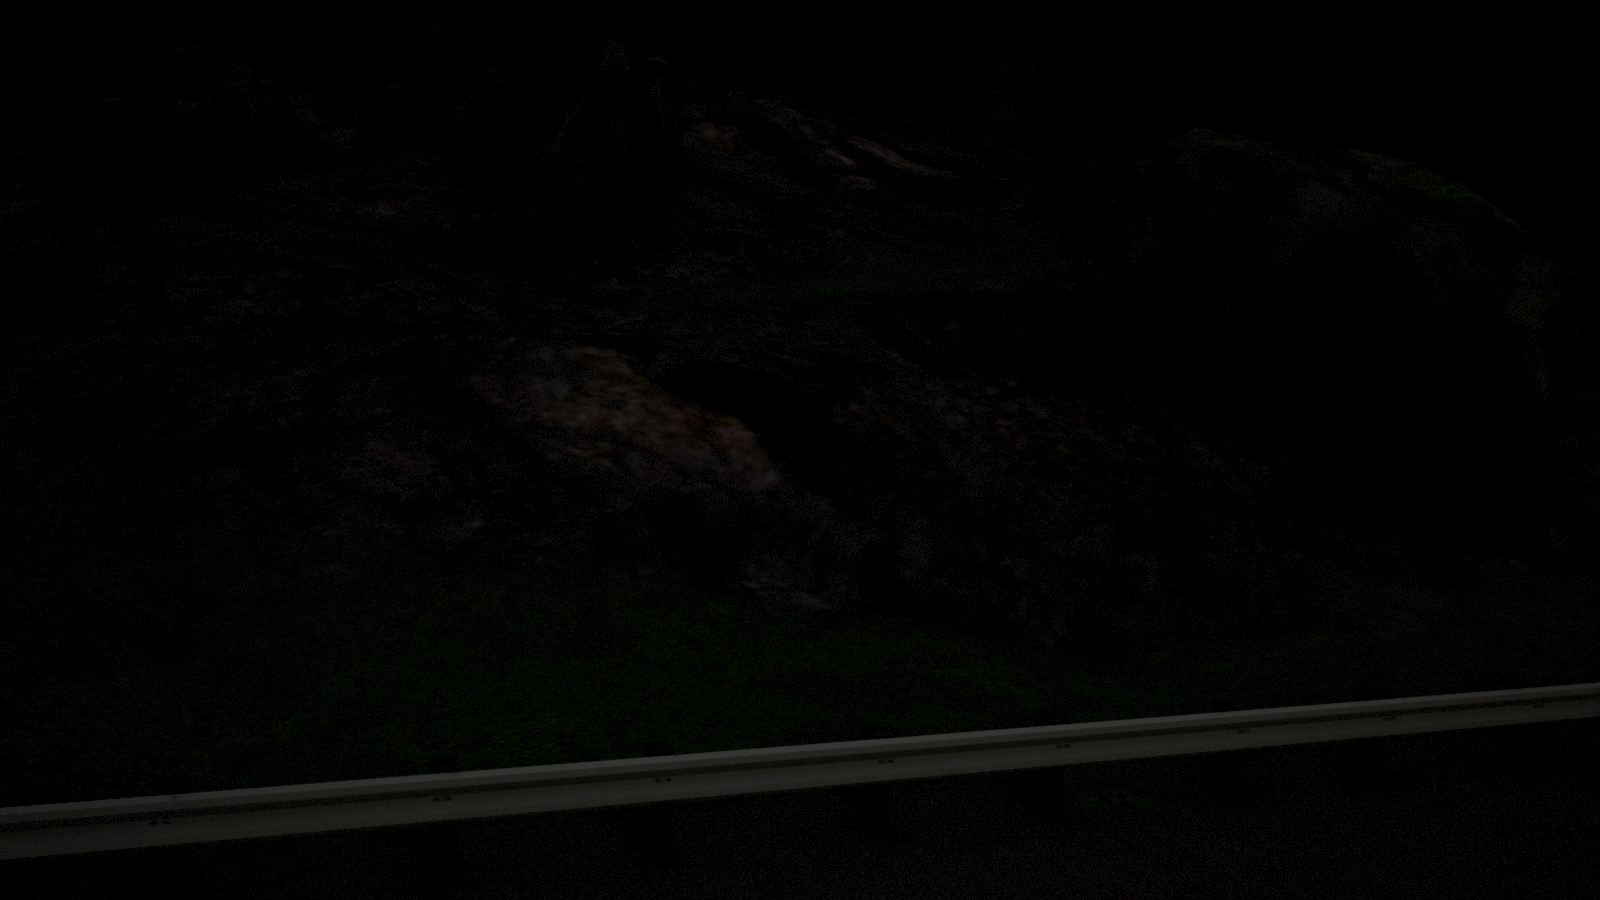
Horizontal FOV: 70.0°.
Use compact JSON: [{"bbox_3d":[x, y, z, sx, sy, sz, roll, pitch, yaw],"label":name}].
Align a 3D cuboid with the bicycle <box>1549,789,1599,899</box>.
[{"bbox_3d":[4.075,2.141,4.763,1.487,1.295,0.859,0,1,-19],"label":"bicycle"}]
